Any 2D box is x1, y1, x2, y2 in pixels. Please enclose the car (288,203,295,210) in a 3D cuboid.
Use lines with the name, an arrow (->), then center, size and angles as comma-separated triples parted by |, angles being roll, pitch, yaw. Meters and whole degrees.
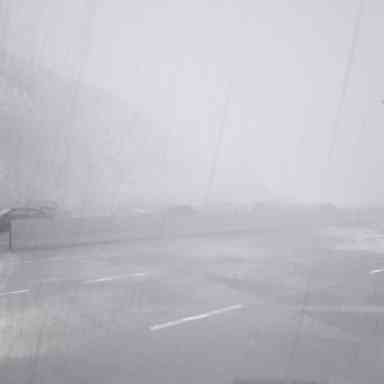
car -> 11.872, 1.927, 38.216 | 5.357, 1.411, 2.033 | 1, 0, -36

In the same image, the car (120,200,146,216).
car -> -4.119, 1.739, 31.098 | 4.181, 1.385, 1.994 | 1, 0, -34

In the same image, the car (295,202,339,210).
car -> 13.485, 1.851, 35.058 | 5.008, 1.535, 1.882 | 1, 0, -36

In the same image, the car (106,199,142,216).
car -> -6.372, 1.524, 33.799 | 4.553, 1.767, 2.097 | 1, 0, -35

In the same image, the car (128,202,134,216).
car -> -2.607, 1.769, 27.905 | 4.718, 1.301, 1.895 | 1, 0, -35

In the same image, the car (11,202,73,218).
car -> -10.712, 1.597, 22.151 | 5.357, 1.411, 2.033 | 1, 0, -36

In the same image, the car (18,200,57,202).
car -> -12.253, 1.408, 25.341 | 4.553, 1.767, 2.097 | 1, 0, -35

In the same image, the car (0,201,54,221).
car -> -14.521, 1.545, 28.022 | 4.902, 1.511, 2.128 | 1, 0, -35

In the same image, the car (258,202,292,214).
car -> 10.370, 1.952, 41.451 | 4.181, 1.385, 1.994 | 1, -1, -38

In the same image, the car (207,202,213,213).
car -> 3.166, 1.787, 36.229 | 4.892, 1.490, 1.837 | 1, 0, -35

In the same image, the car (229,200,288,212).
car -> 5.984, 1.616, 29.695 | 4.553, 1.767, 2.097 | 1, 0, -35

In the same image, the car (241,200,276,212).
car -> 8.985, 1.876, 44.852 | 5.008, 1.535, 1.882 | 1, -1, -38

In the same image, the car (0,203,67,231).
car -> -9.756, 1.559, 18.529 | 4.674, 1.442, 1.812 | 1, 0, -35

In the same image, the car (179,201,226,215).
car -> 1.288, 1.832, 39.188 | 5.357, 1.411, 2.033 | 1, 0, -36

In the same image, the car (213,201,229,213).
car -> 4.593, 1.837, 32.978 | 4.181, 1.385, 1.994 | 1, 0, -35

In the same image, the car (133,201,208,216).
car -> -1.481, 1.659, 24.419 | 4.892, 1.490, 1.837 | 1, 0, -35
